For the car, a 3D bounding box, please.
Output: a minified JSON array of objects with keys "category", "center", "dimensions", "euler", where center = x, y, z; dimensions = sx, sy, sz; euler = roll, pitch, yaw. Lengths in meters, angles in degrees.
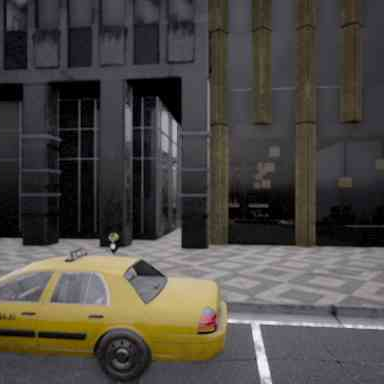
[{"category":"car","center":[-1.925,1.519,4.822],"dimensions":[4.829,1.417,1.752],"euler":[0,0,6]}]
